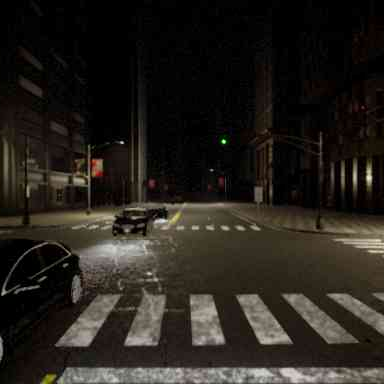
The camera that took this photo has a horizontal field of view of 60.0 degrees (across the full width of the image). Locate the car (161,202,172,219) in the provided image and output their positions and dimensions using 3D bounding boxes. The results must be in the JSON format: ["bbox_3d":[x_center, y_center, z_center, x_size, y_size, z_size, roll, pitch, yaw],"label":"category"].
[{"bbox_3d":[-3.257,1.904,32.057,1.994,1.385,4.181,0,0,0],"label":"car"}]

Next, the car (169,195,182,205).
[{"bbox_3d":[-3.267,1.836,72.294,2.150,2.045,5.566,0,0,0],"label":"car"}]

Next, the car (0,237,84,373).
[{"bbox_3d":[-3.251,1.597,5.369,1.837,1.490,4.892,0,-1,0],"label":"car"}]

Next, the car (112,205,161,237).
[{"bbox_3d":[-3.247,1.680,19.092,2.128,1.511,4.902,1,0,0],"label":"car"}]
